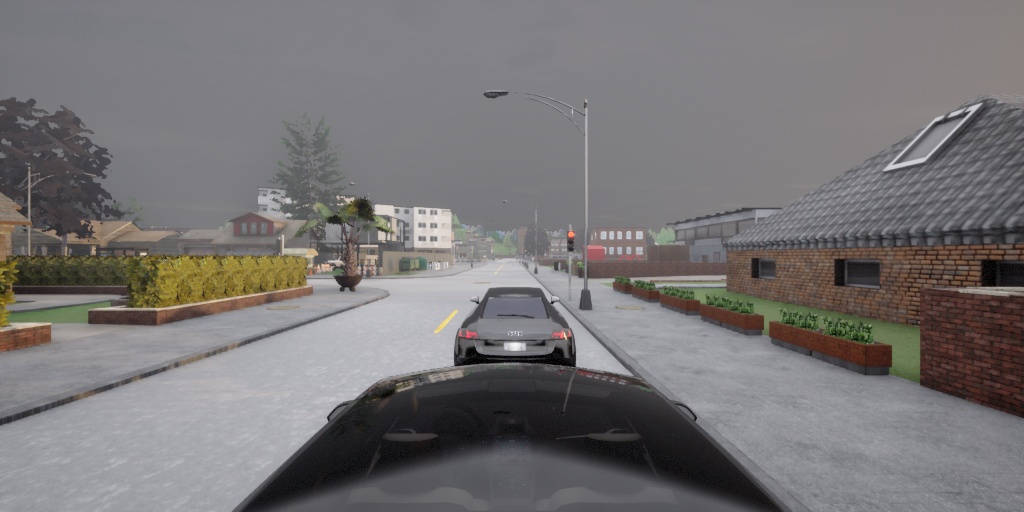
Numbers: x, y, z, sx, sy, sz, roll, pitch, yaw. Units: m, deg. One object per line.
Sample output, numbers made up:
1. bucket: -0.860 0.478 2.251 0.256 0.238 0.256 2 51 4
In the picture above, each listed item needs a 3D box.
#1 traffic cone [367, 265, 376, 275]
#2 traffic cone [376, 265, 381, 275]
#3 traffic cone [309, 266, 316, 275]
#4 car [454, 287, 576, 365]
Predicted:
1. traffic cone: -15.749 1.561 40.150 0.344 0.586 0.344 0 0 0
2. traffic cone: -15.388 1.558 40.720 0.344 0.586 0.344 0 0 0
3. traffic cone: -19.796 1.568 35.267 0.344 0.586 0.344 0 0 0
4. car: 0.059 1.314 7.333 1.994 1.385 4.181 0 0 0
